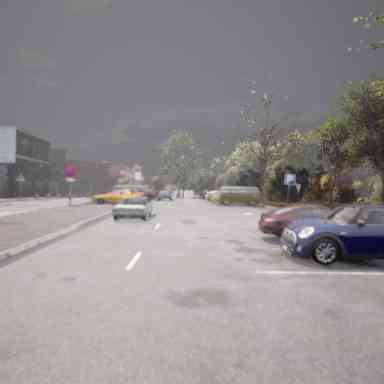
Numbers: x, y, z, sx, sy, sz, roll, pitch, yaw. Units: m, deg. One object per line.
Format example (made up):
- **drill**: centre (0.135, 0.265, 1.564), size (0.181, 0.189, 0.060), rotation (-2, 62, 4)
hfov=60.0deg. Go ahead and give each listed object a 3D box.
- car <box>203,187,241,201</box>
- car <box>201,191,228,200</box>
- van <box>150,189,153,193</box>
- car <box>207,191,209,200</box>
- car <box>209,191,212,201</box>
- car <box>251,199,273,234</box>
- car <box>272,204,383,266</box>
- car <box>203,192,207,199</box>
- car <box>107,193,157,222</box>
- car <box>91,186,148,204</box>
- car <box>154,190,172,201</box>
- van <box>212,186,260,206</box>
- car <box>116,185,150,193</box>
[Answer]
- **car**: centre (4.524, 0.293, 50.787), size (5.566, 2.045, 2.435), rotation (1, 0, -1)
- **car**: centre (4.274, 0.611, 62.131), size (4.892, 1.490, 1.837), rotation (1, -4, -33)
- **van**: centre (-7.446, 0.192, 40.601), size (4.442, 1.987, 1.878), rotation (1, 0, -1)
- **car**: centre (4.900, 0.600, 39.613), size (5.366, 1.575, 1.946), rotation (1, 0, -1)
- **car**: centre (4.933, 0.631, 36.952), size (5.366, 1.575, 1.946), rotation (1, 1, -1)
- **car**: centre (5.010, 1.214, 13.370), size (4.674, 1.452, 2.002), rotation (1, 2, -1)
- **car**: centre (5.096, 1.146, 10.197), size (4.553, 1.767, 2.185), rotation (1, 2, 0)
- **car**: centre (4.618, 0.303, 45.325), size (5.566, 2.045, 2.435), rotation (1, 0, -1)
- **car**: centre (-3.486, 0.968, 20.214), size (1.895, 1.301, 4.718), rotation (1, 2, -1)
- **car**: centre (-7.676, 0.481, 34.646), size (5.366, 1.575, 1.946), rotation (1, 1, -1)
- **car**: centre (-3.784, 0.477, 46.406), size (1.812, 1.442, 4.674), rotation (1, 0, 0)
- **van**: centre (4.669, 0.443, 34.151), size (4.442, 1.987, 1.878), rotation (1, 1, -1)
- **car**: centre (-7.495, 0.321, 37.564), size (4.553, 1.767, 2.185), rotation (1, 1, -1)
